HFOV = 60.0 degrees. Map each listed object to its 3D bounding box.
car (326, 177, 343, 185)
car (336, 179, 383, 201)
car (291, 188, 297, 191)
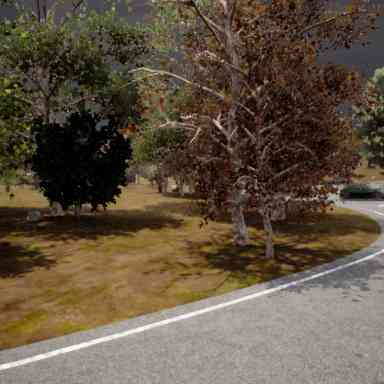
[{"bbox_3d":[27.512,-2.083,63.453,5.357,1.411,2.033,-4,3,-16],"label":"car"},{"bbox_3d":[16.860,-0.092,32.170,2.097,1.767,4.553,-6,3,-39],"label":"car"},{"bbox_3d":[15.219,-0.678,50.367,2.128,1.511,4.902,-3,3,15],"label":"car"}]
